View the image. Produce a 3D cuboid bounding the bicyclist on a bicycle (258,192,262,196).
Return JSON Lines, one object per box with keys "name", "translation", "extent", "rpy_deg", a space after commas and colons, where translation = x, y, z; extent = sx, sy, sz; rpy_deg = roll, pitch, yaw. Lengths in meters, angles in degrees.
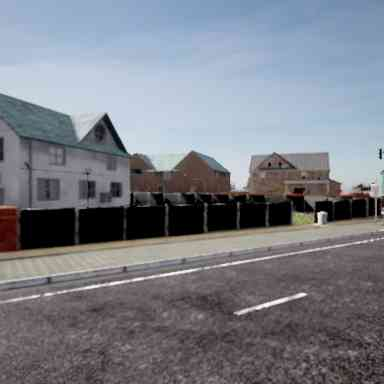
{"name": "bicyclist on a bicycle", "translation": [8.553, 0.822, 42.055], "extent": [0.582, 1.620, 1.656], "rpy_deg": [1, 1, 19]}
